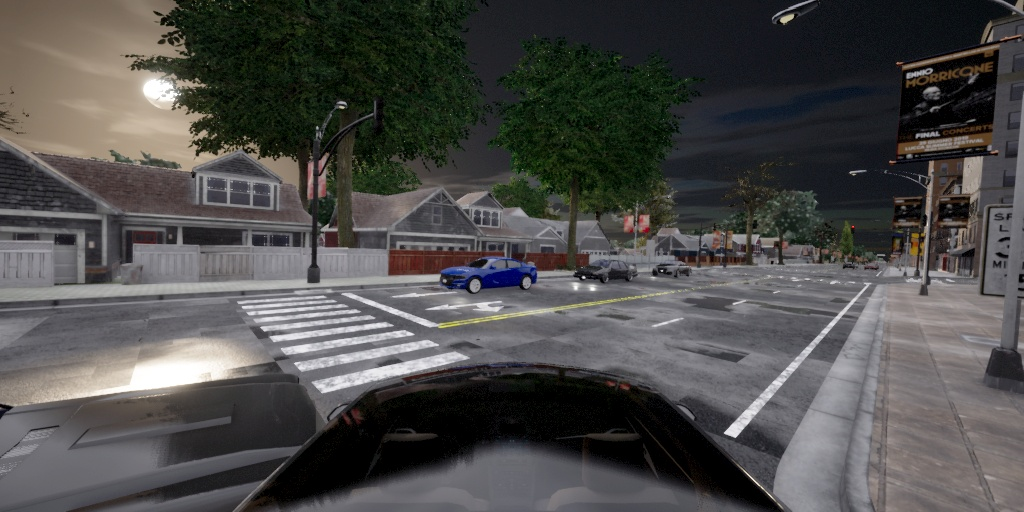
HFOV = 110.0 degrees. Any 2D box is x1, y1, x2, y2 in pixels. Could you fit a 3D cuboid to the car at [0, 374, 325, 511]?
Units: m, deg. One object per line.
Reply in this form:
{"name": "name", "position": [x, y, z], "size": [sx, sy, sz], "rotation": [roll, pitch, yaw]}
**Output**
{"name": "car", "position": [-3.317, 1.274, 1.413], "size": [4.718, 1.301, 1.895], "rotation": [1, 2, -33]}

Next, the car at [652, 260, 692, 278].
{"name": "car", "position": [13.535, 1.029, 30.271], "size": [4.181, 1.385, 1.994], "rotation": [1, 2, -44]}

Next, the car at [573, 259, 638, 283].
{"name": "car", "position": [6.269, 0.930, 23.422], "size": [5.357, 1.411, 2.033], "rotation": [1, 2, -43]}

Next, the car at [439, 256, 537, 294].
{"name": "car", "position": [-0.966, 0.780, 16.575], "size": [5.008, 1.535, 1.882], "rotation": [1, 2, -43]}
